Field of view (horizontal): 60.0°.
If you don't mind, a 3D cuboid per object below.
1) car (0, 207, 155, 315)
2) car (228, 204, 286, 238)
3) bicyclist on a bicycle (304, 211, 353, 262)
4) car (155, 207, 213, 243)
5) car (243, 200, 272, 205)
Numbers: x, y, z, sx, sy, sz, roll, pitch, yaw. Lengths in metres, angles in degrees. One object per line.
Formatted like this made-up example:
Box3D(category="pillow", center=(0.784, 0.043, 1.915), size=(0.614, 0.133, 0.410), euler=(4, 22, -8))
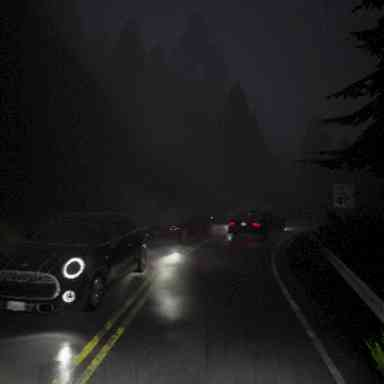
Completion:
Box3D(category="car", center=(-2.550, 1.288, 7.661), size=(2.097, 1.767, 4.553), euler=(2, 0, 8))
Box3D(category="car", center=(3.683, 1.619, 18.238), size=(2.033, 1.411, 5.357), euler=(0, 0, 28))
Box3D(category="bicyclist on a bicycle", center=(4.247, 1.423, 9.900), size=(1.656, 1.620, 0.582), euler=(8, -4, 9))
Box3D(category="car", center=(-0.522, 1.512, 16.599), size=(1.882, 1.535, 5.008), euler=(0, -1, 24))
Box3D(category="car", center=(4.669, 1.520, 25.124), size=(2.097, 1.767, 4.553), euler=(-2, -2, 43))
